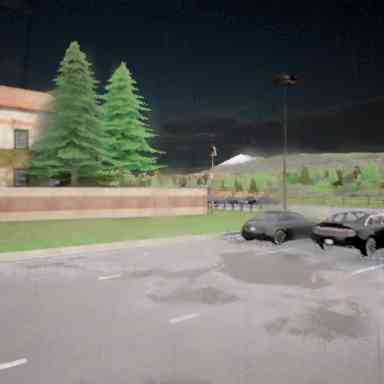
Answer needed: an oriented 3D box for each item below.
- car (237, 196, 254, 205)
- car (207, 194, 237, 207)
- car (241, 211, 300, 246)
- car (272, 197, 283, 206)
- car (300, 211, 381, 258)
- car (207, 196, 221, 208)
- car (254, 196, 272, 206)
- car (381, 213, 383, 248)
[{"bbox_3d":[6.812,1.482,51.884,2.128,1.511,4.902,0,0,-36],"label":"car"},{"bbox_3d":[3.956,1.497,49.851,1.837,1.490,4.892,0,0,-36],"label":"car"},{"bbox_3d":[4.271,1.561,15.407,4.181,1.385,1.994,0,0,-35],"label":"car"},{"bbox_3d":[12.836,1.496,55.524,1.837,1.490,4.892,0,0,-36],"label":"car"},{"bbox_3d":[6.687,1.489,12.826,4.902,1.511,2.128,0,0,-35],"label":"car"},{"bbox_3d":[1.502,1.594,47.264,1.895,1.301,4.718,0,0,-36],"label":"car"},{"bbox_3d":[9.975,1.495,53.487,1.837,1.490,4.892,0,0,-36],"label":"car"},{"bbox_3d":[7.885,1.219,9.384,5.566,2.045,2.150,0,0,-35],"label":"car"}]
